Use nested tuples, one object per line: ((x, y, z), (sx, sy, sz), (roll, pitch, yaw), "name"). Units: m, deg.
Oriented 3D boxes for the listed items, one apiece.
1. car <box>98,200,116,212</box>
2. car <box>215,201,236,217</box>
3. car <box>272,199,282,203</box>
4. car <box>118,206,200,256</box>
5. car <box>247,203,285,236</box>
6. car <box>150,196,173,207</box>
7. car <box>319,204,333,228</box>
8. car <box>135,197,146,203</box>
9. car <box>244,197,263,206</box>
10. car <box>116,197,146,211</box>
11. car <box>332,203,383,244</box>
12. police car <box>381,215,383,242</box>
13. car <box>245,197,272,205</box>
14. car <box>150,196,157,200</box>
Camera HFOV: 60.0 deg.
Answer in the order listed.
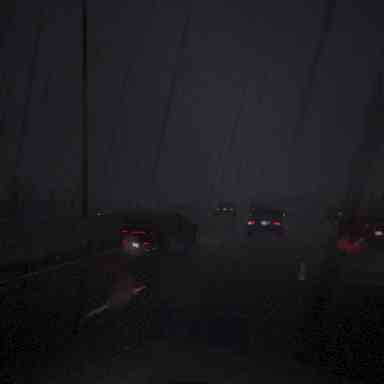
((-10.149, 1.709, 41.241), (1.895, 1.301, 4.718), (0, 0, 2), "car")
((3.213, 1.592, 31.789), (2.033, 1.411, 5.357), (0, 0, 7), "car")
((11.128, 1.642, 45.603), (1.895, 1.301, 4.718), (0, 0, -1), "car")
((-1.096, 1.533, 13.451), (1.837, 1.490, 4.892), (0, 0, 19), "car")
((4.134, 1.566, 18.563), (2.033, 1.411, 5.357), (0, 0, 15), "car")
((-3.314, 1.586, 39.248), (1.837, 1.490, 4.892), (0, 0, 3), "car")
((9.619, 1.510, 21.828), (1.837, 1.490, 4.892), (0, 0, 12), "car")
((-12.101, 1.770, 78.295), (1.895, 1.301, 4.718), (0, 0, -16), "car")
((10.554, 1.569, 57.552), (1.837, 1.490, 4.892), (0, 0, -7), "car")
((-6.883, 1.617, 38.144), (1.812, 1.442, 4.674), (0, 0, 4), "car")
((8.004, 1.478, 15.438), (1.882, 1.535, 5.008), (0, 0, 16), "car")
((4.504, 1.419, 5.143), (1.930, 1.638, 5.238), (0, 0, 22), "police car")
((7.203, 1.532, 36.842), (2.128, 1.511, 4.902), (0, 0, 5), "car")
((-8.737, 1.690, 79.262), (2.128, 1.511, 4.902), (0, 0, -16), "car")
